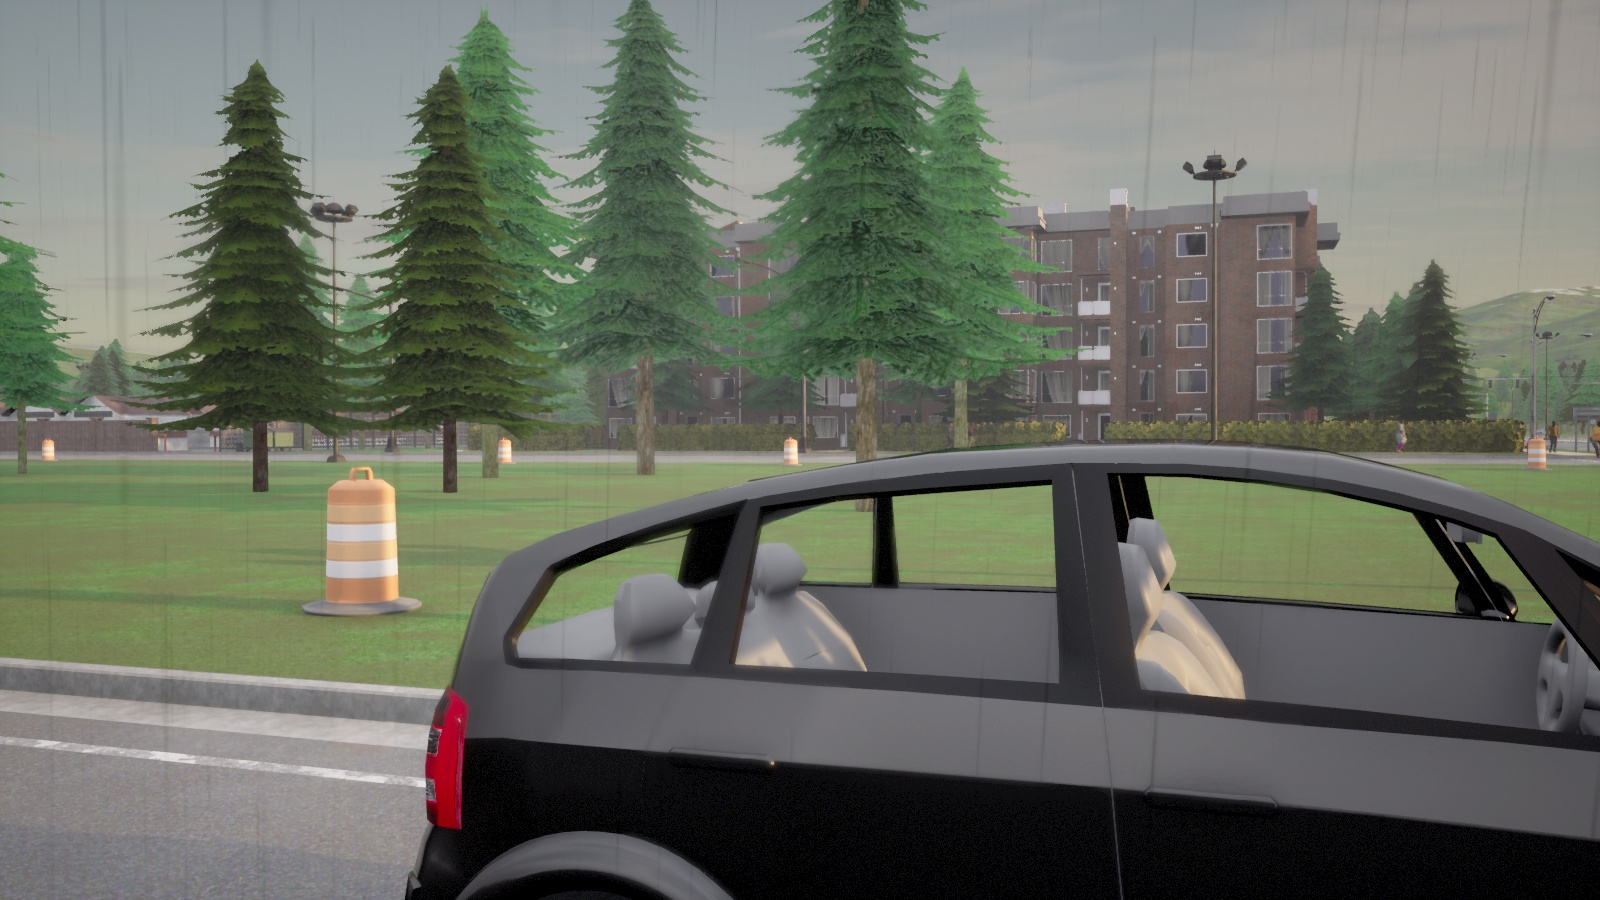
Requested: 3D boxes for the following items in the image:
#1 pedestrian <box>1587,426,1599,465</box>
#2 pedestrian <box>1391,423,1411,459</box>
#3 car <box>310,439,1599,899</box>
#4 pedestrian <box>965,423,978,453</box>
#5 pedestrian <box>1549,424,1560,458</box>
[{"bbox_3d":[38.385,-0.203,60.314,0.874,1.855,0.900,1,1,23],"label":"pedestrian"},{"bbox_3d":[32.809,-0.519,68.576,0.873,1.952,0.659,1,1,20],"label":"pedestrian"},{"bbox_3d":[1.036,0.764,2.844,3.705,1.549,1.789,0,1,19],"label":"car"},{"bbox_3d":[10.416,-0.724,76.119,0.703,1.840,0.431,1,1,19],"label":"pedestrian"},{"bbox_3d":[40.915,-0.472,68.118,0.370,1.835,0.726,1,1,19],"label":"pedestrian"}]
